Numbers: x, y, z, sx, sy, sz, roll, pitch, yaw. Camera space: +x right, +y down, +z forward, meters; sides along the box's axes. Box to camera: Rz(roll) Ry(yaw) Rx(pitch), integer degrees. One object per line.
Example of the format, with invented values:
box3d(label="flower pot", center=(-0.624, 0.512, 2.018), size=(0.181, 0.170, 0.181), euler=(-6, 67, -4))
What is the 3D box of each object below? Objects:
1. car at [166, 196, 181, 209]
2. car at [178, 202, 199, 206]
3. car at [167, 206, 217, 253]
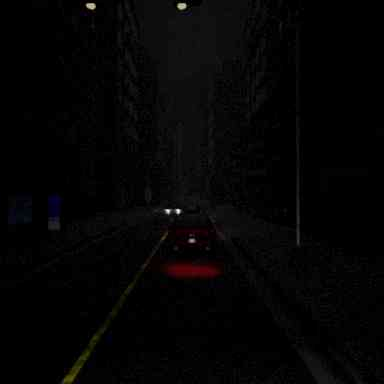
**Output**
box3d(label="car", center=(-3.011, 1.757, 55.703), size=(2.150, 2.045, 5.566), euler=(0, -1, 0))
box3d(label="car", center=(0.000, 1.810, 29.372), size=(1.812, 1.442, 4.674), euler=(0, 0, 0))
box3d(label="car", center=(0.004, 1.617, 14.484), size=(1.882, 1.535, 5.008), euler=(0, 0, 0))
